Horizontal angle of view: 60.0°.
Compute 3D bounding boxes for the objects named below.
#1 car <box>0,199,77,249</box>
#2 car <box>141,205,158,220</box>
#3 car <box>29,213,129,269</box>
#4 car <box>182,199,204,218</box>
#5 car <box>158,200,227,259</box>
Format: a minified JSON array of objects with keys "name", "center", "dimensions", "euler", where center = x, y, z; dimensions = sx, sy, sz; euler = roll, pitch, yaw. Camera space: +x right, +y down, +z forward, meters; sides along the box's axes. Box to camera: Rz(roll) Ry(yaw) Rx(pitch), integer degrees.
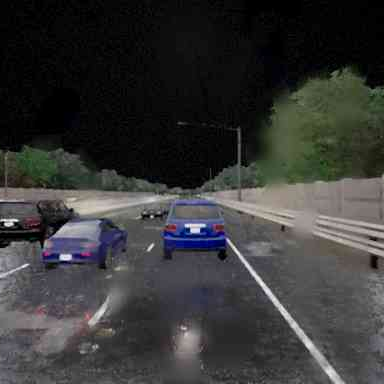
[{"name":"car","center":[-6.895,1.326,15.272],"dimensions":[2.150,2.045,5.566],"euler":[0,0,0]},{"name":"car","center":[-3.392,1.813,30.414],"dimensions":[1.895,1.301,4.718],"euler":[0,0,0]},{"name":"car","center":[-3.397,1.601,11.257],"dimensions":[1.812,1.442,4.674],"euler":[0,0,0]},{"name":"car","center":[0.108,1.590,33.865],"dimensions":[2.097,1.767,4.553],"euler":[0,-1,0]},{"name":"car","center":[0.104,1.312,13.162],"dimensions":[2.150,2.045,5.566],"euler":[0,0,0]}]
